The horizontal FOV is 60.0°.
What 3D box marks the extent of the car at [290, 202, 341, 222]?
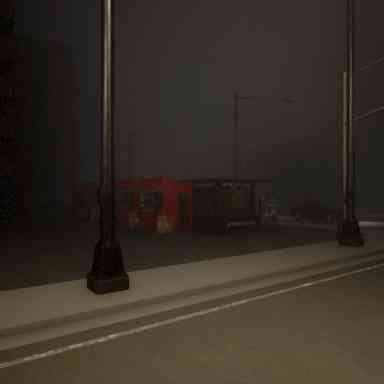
[{"bbox_3d":[10.484,1.612,27.571,1.837,1.490,4.892,0,-1,-36],"label":"car"}]
